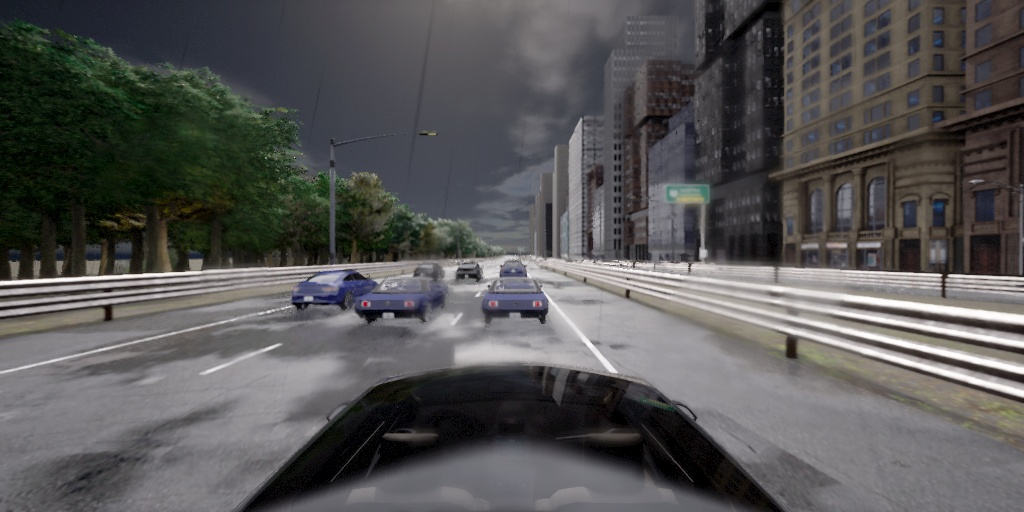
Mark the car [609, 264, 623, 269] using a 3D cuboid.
[{"bbox_3d":[16.952,1.490,60.385,1.994,1.385,4.181,0,0,-19],"label":"car"}]

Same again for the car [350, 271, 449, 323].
[{"bbox_3d":[-3.401,1.356,12.104,1.895,1.301,4.718,0,0,0],"label":"car"}]

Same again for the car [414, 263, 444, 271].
[{"bbox_3d":[-6.898,1.292,30.118,1.812,1.442,4.674,0,0,0],"label":"car"}]

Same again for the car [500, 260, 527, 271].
[{"bbox_3d":[0.100,1.117,28.851,2.097,1.767,4.553,0,0,0],"label":"car"}]

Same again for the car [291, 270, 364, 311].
[{"bbox_3d":[-6.901,1.282,14.468,1.812,1.442,4.674,0,0,0],"label":"car"}]

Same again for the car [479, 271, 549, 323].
[{"bbox_3d":[0.100,1.356,12.107,1.895,1.301,4.718,0,0,0],"label":"car"}]

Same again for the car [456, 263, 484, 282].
[{"bbox_3d":[-3.399,1.270,29.235,1.837,1.490,4.892,0,0,0],"label":"car"}]
